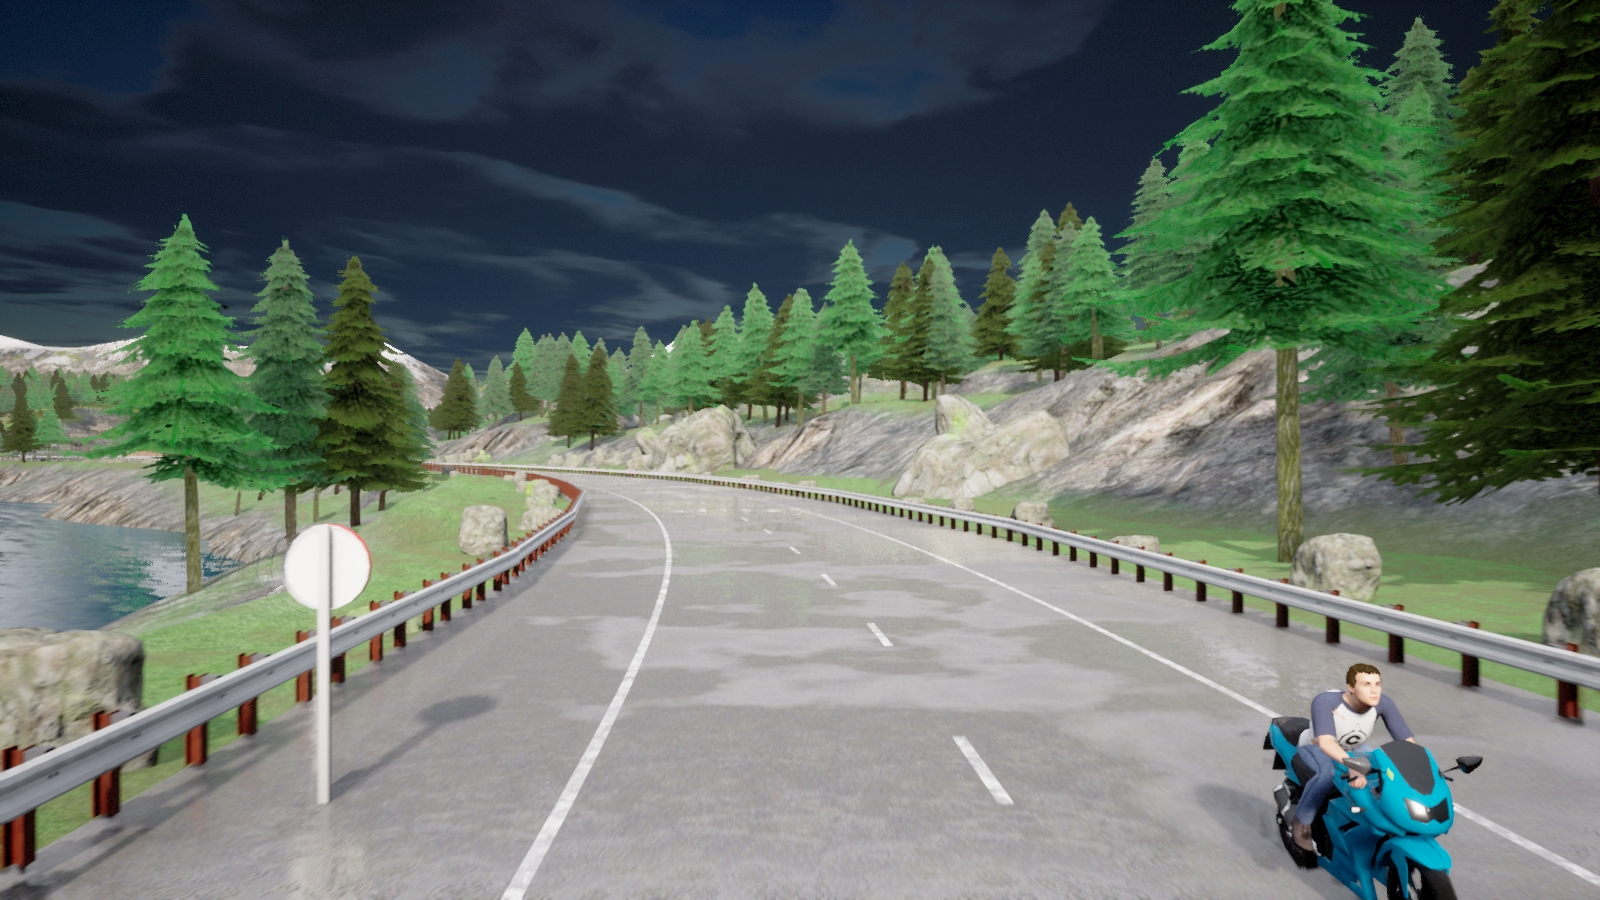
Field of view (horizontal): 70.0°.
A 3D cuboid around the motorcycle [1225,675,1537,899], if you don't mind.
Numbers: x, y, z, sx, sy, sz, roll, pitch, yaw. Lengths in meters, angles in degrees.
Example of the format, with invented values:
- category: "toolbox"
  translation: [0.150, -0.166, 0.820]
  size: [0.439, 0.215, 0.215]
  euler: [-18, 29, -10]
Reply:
- category: "motorcycle"
  translation: [3.389, 2.177, 6.932]
  size: [0.803, 1.217, 2.033]
  euler: [0, 0, -2]
